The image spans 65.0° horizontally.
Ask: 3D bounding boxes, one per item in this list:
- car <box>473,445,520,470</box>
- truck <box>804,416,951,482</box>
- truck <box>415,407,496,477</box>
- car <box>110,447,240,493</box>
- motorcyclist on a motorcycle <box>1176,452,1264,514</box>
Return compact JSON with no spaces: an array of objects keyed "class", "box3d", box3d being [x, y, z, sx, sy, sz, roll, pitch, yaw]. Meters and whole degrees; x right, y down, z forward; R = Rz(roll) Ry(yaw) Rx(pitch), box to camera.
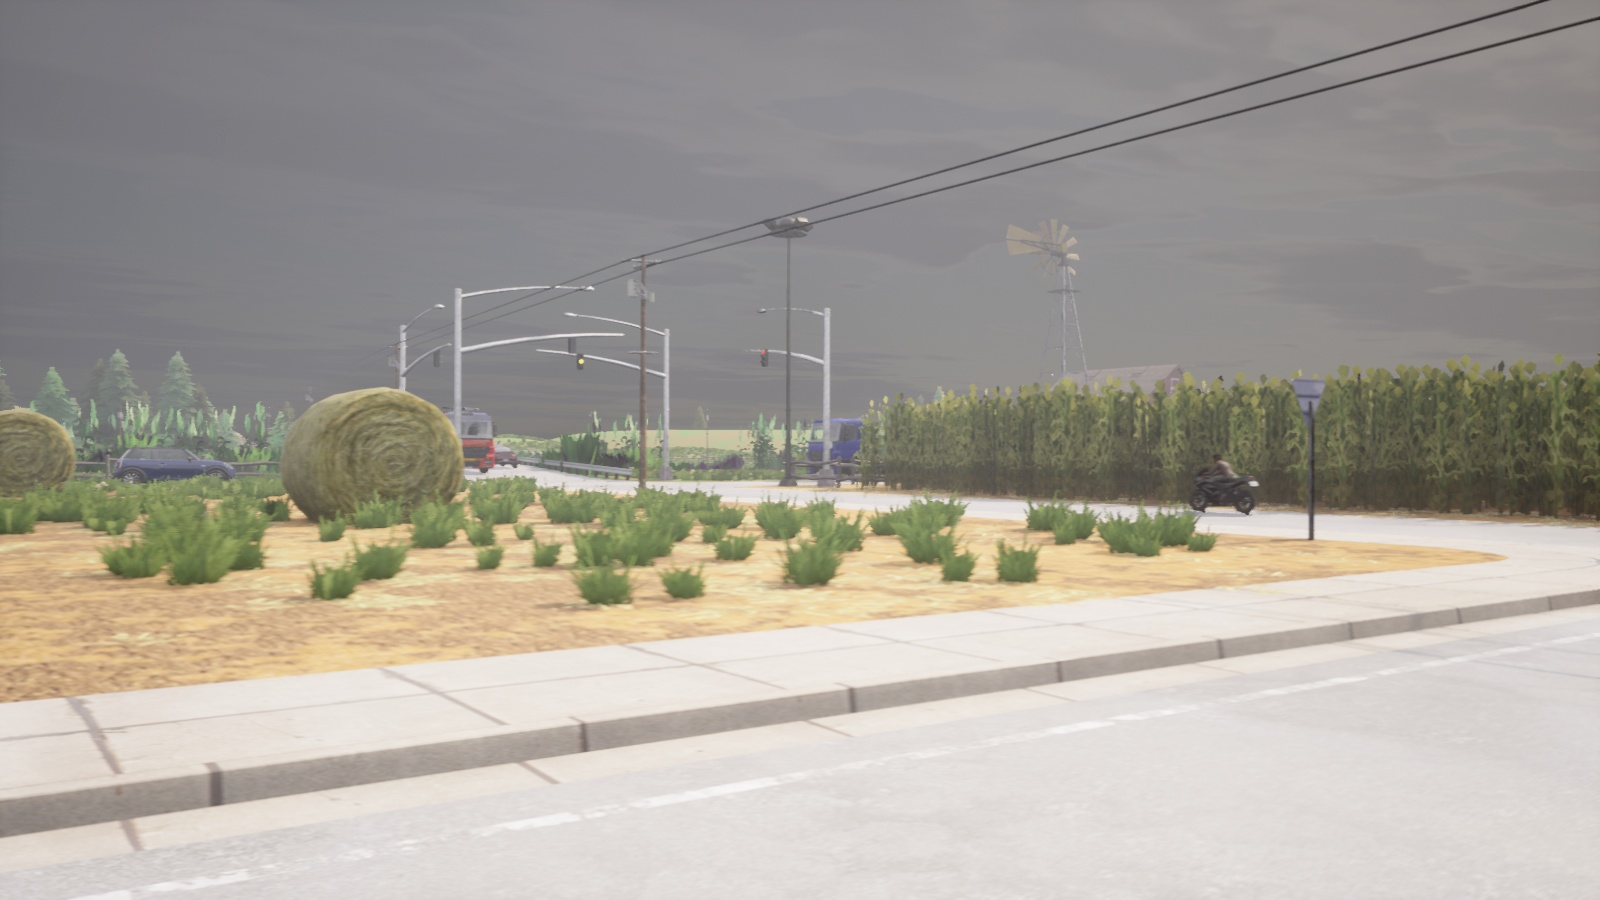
[{"class":"car","box3d":[-19.428,0.472,80.237,1.812,1.442,4.674,0,2,-28]},{"class":"truck","box3d":[4.294,-0.051,68.650,7.936,3.462,2.891,0,0,-34]},{"class":"truck","box3d":[-20.697,-0.568,75.145,2.891,3.827,8.468,0,2,-28]},{"class":"car","box3d":[-25.197,0.773,50.646,4.553,1.767,2.097,0,0,-31]},{"class":"motorcyclist on a motorcycle","box3d":[10.568,0.809,31.672,0.797,1.523,2.044,0,0,-34]}]
